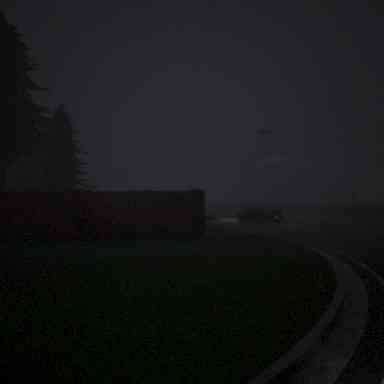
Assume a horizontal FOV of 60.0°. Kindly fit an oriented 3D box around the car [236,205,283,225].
[{"bbox_3d":[5.650,1.871,28.353,1.882,1.535,5.008,1,-1,-24],"label":"car"}]
